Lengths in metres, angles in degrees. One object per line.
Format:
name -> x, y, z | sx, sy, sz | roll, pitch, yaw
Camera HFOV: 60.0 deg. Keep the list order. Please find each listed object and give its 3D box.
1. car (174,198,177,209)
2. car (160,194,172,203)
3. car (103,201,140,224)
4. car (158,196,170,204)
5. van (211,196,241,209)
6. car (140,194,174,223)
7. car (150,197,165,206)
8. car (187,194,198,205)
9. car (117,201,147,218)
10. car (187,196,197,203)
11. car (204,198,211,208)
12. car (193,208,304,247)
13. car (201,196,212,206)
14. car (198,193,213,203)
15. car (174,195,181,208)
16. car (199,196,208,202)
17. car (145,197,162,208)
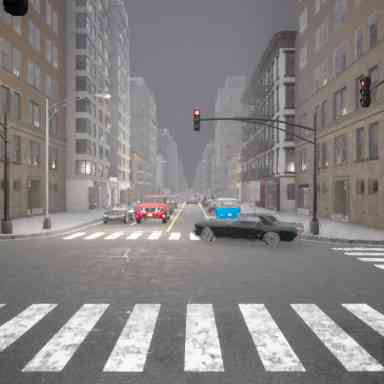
car -> -2.880, 1.599, 35.374 | 1.895, 1.301, 4.718 | 0, 0, 0
car -> -5.445, 1.292, 70.330 | 2.192, 1.841, 5.009 | 0, 0, 0
car -> -5.409, 1.549, 24.876 | 2.008, 1.369, 4.403 | 0, 0, 0
car -> -5.440, 1.548, 64.649 | 1.947, 1.339, 4.313 | 0, 0, 0
van -> 2.616, 1.340, 24.891 | 1.690, 1.788, 3.998 | 0, 0, 0
car -> -2.869, 1.220, 25.557 | 2.150, 2.045, 5.566 | 0, 0, 0
car -> -5.431, 1.556, 53.286 | 1.947, 1.339, 4.313 | 0, 0, 0
car -> 0.048, 1.550, 58.749 | 1.994, 1.385, 4.181 | 0, 0, 0
car -> -5.413, 1.543, 30.558 | 1.887, 1.381, 4.507 | 0, 0, 0
car -> 0.042, 1.580, 68.696 | 1.895, 1.301, 4.718 | 0, 0, 0
car -> 2.607, 1.580, 36.253 | 1.802, 1.307, 4.206 | 0, 0, 0
car -> 2.457, 1.616, 15.014 | 4.718, 1.301, 1.895 | 0, 0, 26
car -> 2.599, 1.576, 47.616 | 1.802, 1.307, 4.206 | 0, 0, 0
car -> 2.594, 1.305, 53.298 | 2.192, 1.841, 5.009 | 0, 0, 0
car -> -2.872, 1.500, 45.434 | 1.837, 1.490, 4.892 | 0, 0, 0
car -> 2.576, 1.524, 76.023 | 2.008, 1.369, 4.403 | 0, 0, 0
car -> -5.427, 1.519, 47.434 | 1.752, 1.417, 4.829 | 0, 0, 0
